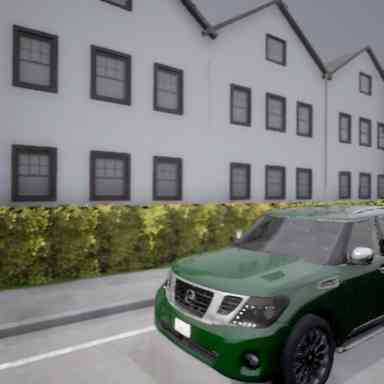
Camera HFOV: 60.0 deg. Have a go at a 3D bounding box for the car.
[{"bbox_3d":[2.140,1.264,5.518,5.566,2.045,2.150,1,0,-35],"label":"car"}]
